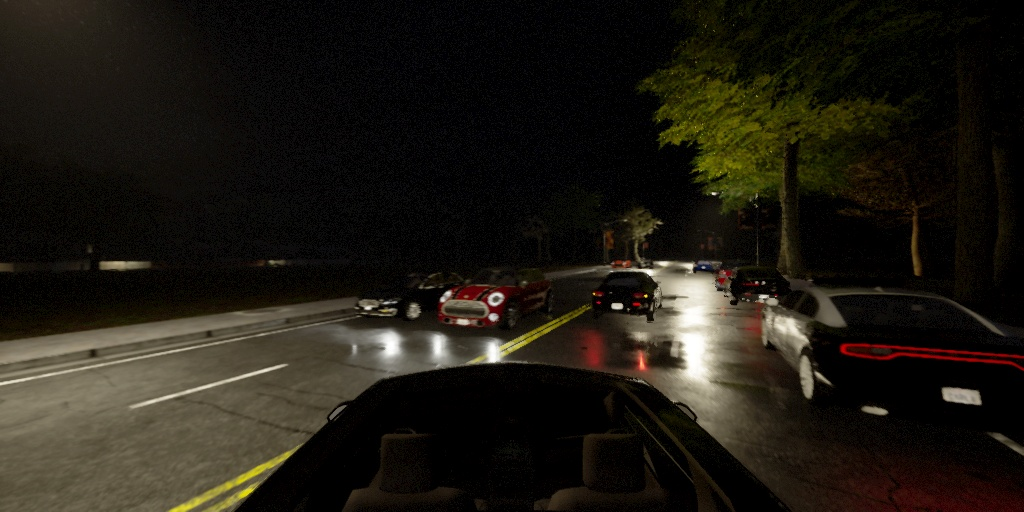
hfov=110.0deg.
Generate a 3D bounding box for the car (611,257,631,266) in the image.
[{"bbox_3d":[15.220,0.968,50.052,2.097,1.767,4.553,-1,0,26],"label":"car"}]

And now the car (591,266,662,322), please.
[{"bbox_3d":[3.964,1.232,12.134,1.812,1.442,4.674,-1,0,26],"label":"car"}]

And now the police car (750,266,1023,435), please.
[{"bbox_3d":[5.427,1.119,5.743,1.930,1.638,5.238,-1,0,26],"label":"police car"}]

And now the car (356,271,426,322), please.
[{"bbox_3d":[-3.186,1.280,12.751,1.837,1.490,4.892,-1,0,26],"label":"car"}]

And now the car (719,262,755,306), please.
[{"bbox_3d":[9.800,1.156,14.616,1.837,1.490,4.892,-1,0,26],"label":"car"}]

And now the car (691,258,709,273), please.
[{"bbox_3d":[20.428,1.122,38.324,1.994,1.385,4.181,-1,0,26],"label":"car"}]

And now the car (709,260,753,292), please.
[{"bbox_3d":[12.436,0.978,19.970,2.097,1.767,4.553,-1,0,26],"label":"car"}]

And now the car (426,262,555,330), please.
[{"bbox_3d":[-0.294,1.100,11.273,2.097,1.767,4.553,-1,0,26],"label":"car"}]

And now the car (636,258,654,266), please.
[{"bbox_3d":[17.925,1.079,48.198,2.128,1.511,4.902,-1,0,26],"label":"car"}]
